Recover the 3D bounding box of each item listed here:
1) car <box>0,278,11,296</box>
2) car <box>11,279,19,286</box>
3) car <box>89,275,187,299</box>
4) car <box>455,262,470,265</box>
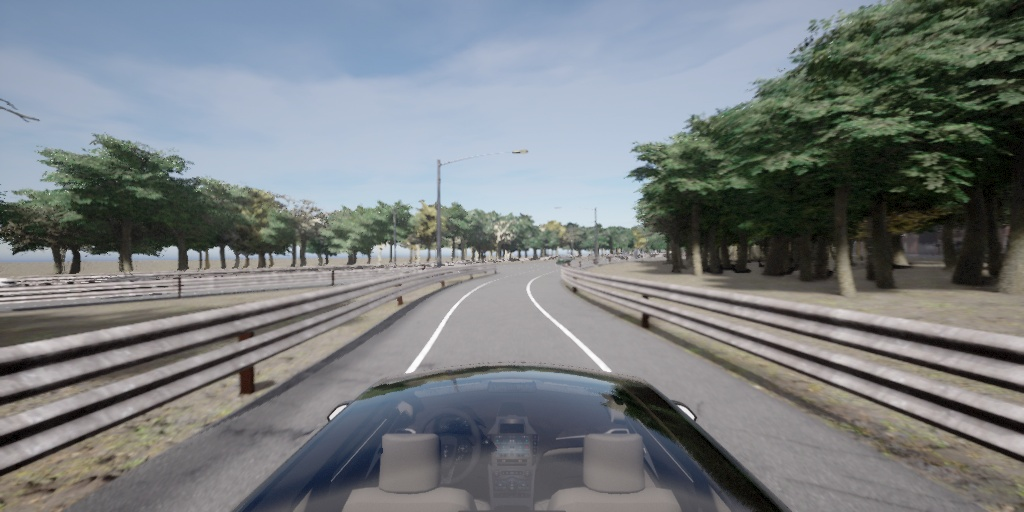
[{"bbox_3d":[-35.105,2.238,21.943,1.837,1.490,4.892,0,1,38],"label":"car"},{"bbox_3d":[-37.859,1.970,24.105,2.150,2.045,5.566,0,1,38],"label":"car"},{"bbox_3d":[-27.241,2.142,26.393,1.882,1.535,5.008,0,1,38],"label":"car"},{"bbox_3d":[-6.975,1.628,52.625,1.812,1.442,4.674,0,1,38],"label":"car"}]
